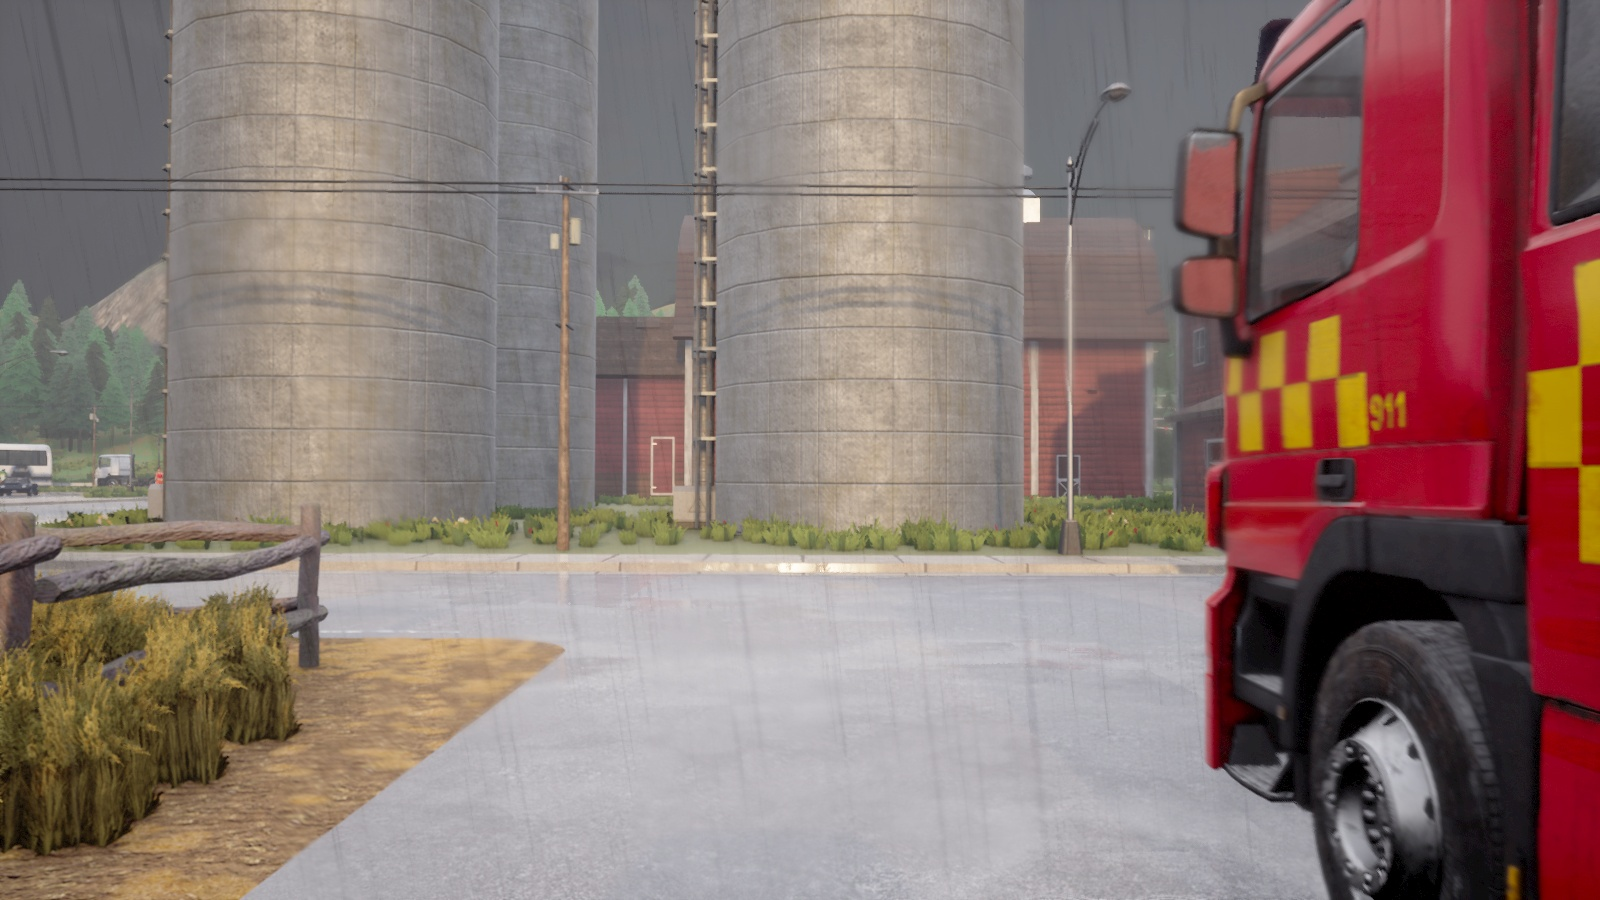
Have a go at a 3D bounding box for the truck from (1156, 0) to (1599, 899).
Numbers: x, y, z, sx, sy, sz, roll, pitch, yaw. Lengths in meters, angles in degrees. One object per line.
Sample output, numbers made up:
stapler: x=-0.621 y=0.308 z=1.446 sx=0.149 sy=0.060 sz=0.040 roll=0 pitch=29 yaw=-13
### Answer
truck: x=3.094 y=-0.322 z=1.496 sx=2.891 sy=3.827 sz=8.468 roll=0 pitch=-1 yaw=0

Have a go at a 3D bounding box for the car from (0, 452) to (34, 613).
car: x=-11.269 y=0.967 z=14.331 sx=3.866 sy=1.878 sz=1.905 roll=0 pitch=-1 yaw=0
